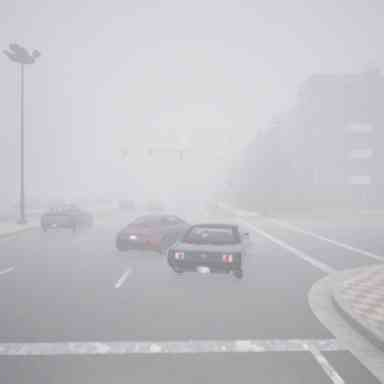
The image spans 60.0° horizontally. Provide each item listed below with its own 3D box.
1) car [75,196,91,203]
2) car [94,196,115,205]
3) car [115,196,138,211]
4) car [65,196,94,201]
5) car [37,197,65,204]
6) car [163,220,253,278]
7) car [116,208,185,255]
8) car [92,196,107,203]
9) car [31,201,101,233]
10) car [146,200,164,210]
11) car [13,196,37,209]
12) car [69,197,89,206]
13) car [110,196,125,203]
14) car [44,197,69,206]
[{"bbox_3d":[-23.274,1.598,71.103,1.882,1.535,5.008,0,0,0],"label":"car"},{"bbox_3d":[-16.284,1.654,61.538,2.033,1.411,5.357,0,0,0],"label":"car"},{"bbox_3d":[-8.069,1.551,42.469,1.882,1.535,5.008,0,0,-1],"label":"car"},{"bbox_3d":[-16.303,1.589,48.445,1.837,1.490,4.892,0,0,0],"label":"car"},{"bbox_3d":[-19.802,1.574,47.826,2.128,1.511,4.902,0,0,0],"label":"car"},{"bbox_3d":[0.807,1.619,10.301,1.895,1.301,4.718,0,0,13],"label":"car"},{"bbox_3d":[-1.233,1.588,13.644,1.994,1.385,4.181,0,0,25],"label":"car"},{"bbox_3d":[-19.774,1.621,70.949,1.837,1.490,4.892,0,0,0],"label":"car"},{"bbox_3d":[-7.273,1.526,19.789,2.128,1.511,4.902,0,0,-2],"label":"car"},{"bbox_3d":[-4.548,1.636,41.573,1.994,1.385,4.181,0,0,-1],"label":"car"},{"bbox_3d":[-23.293,1.434,47.118,2.097,1.767,4.553,0,0,0],"label":"car"},{"bbox_3d":[-19.812,1.665,58.540,1.994,1.385,4.181,0,0,1],"label":"car"},{"bbox_3d":[-16.273,1.660,72.501,2.033,1.411,5.357,0,0,0],"label":"car"},{"bbox_3d":[-23.300,1.647,57.590,2.033,1.411,5.357,0,0,1],"label":"car"}]
